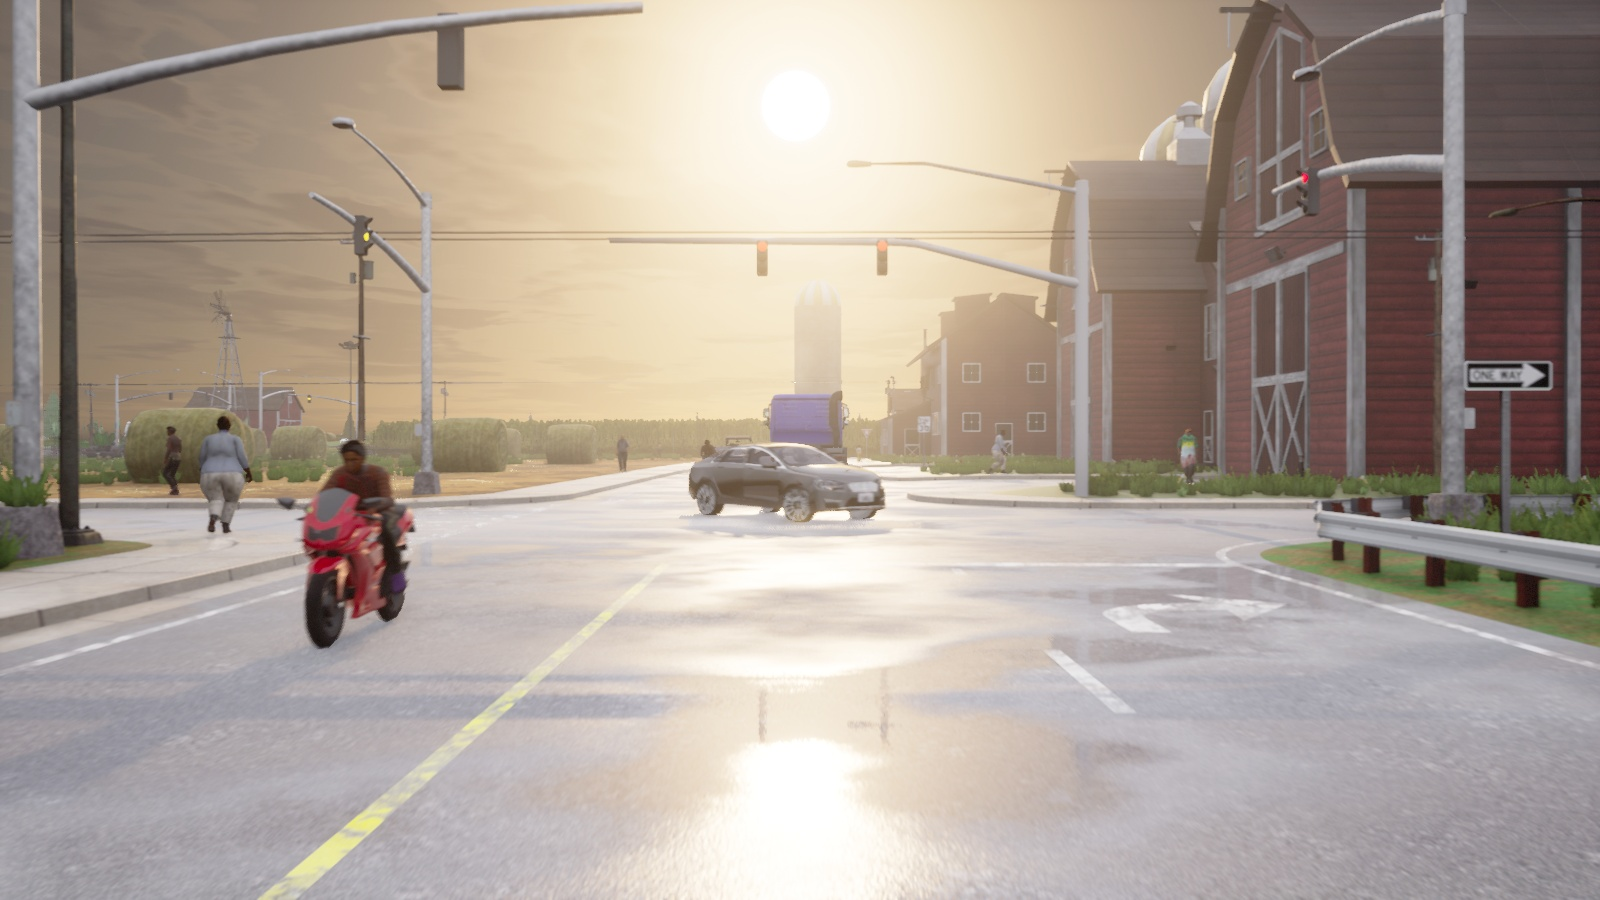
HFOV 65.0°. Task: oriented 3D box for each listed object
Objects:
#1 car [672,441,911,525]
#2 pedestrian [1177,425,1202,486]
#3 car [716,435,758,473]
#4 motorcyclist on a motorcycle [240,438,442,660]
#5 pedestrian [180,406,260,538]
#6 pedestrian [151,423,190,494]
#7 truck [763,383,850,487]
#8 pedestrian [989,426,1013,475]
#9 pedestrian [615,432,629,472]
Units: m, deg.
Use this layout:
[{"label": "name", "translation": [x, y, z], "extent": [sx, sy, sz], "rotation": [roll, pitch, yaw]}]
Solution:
[{"label": "car", "translation": [-0.283, 0.576, 25.212], "extent": [2.128, 1.511, 4.902], "rotation": [0, 1, -41]}, {"label": "pedestrian", "translation": [12.751, 0.175, 41.098], "extent": [0.659, 1.952, 0.873], "rotation": [0, 0, 10]}, {"label": "car", "translation": [-3.177, 0.179, 64.031], "extent": [1.905, 1.878, 3.866], "rotation": [0, 0, 0]}, {"label": "motorcyclist on a motorcycle", "translation": [-3.438, 0.673, 9.635], "extent": [0.797, 1.523, 2.044], "rotation": [0, 0, 0]}, {"label": "pedestrian", "translation": [-8.426, 0.309, 18.294], "extent": [0.874, 1.855, 0.900], "rotation": [0, 0, -12]}, {"label": "pedestrian", "translation": [-16.048, 0.214, 32.009], "extent": [0.869, 1.805, 0.328], "rotation": [0, 0, 14]}, {"label": "truck", "translation": [0.234, -0.497, 45.547], "extent": [2.891, 3.462, 7.936], "rotation": [0, 0, 0]}, {"label": "pedestrian", "translation": [7.704, 0.025, 48.217], "extent": [0.900, 1.855, 0.874], "rotation": [0, 0, 7]}, {"label": "pedestrian", "translation": [-8.240, 0.080, 58.123], "extent": [0.540, 1.848, 0.694], "rotation": [0, 0, 4]}]
